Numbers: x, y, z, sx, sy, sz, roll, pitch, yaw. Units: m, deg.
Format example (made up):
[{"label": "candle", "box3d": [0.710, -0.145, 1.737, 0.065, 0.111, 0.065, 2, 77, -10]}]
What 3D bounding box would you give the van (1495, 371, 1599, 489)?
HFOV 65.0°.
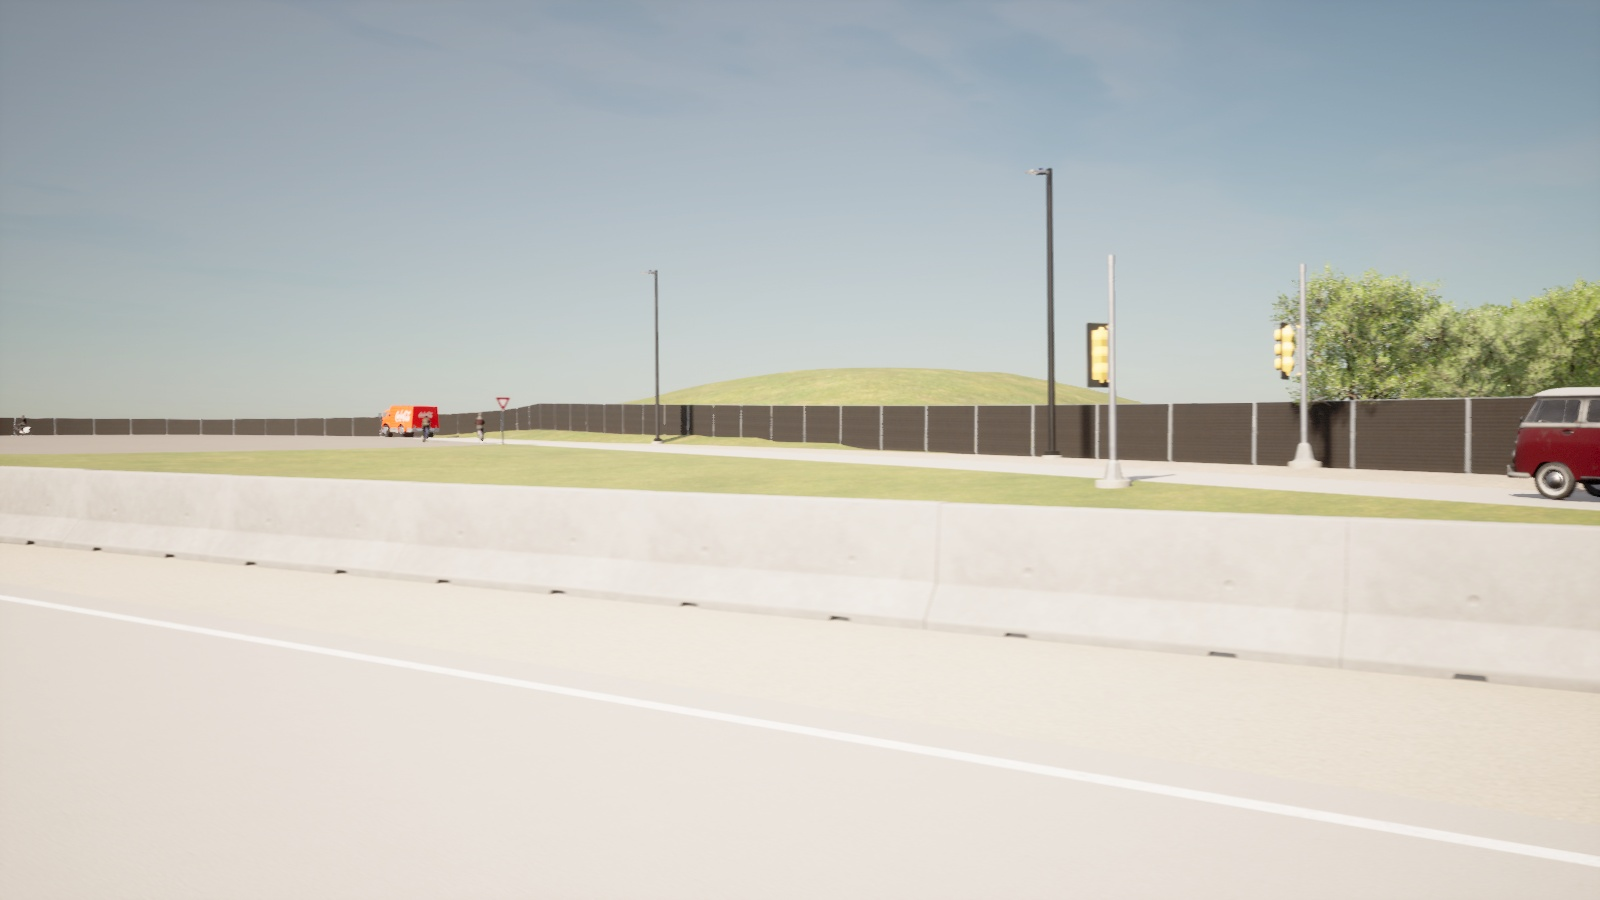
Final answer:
[{"label": "van", "box3d": [14.437, -0.345, 21.211, 1.775, 1.987, 4.442, -2, 2, -30]}]
